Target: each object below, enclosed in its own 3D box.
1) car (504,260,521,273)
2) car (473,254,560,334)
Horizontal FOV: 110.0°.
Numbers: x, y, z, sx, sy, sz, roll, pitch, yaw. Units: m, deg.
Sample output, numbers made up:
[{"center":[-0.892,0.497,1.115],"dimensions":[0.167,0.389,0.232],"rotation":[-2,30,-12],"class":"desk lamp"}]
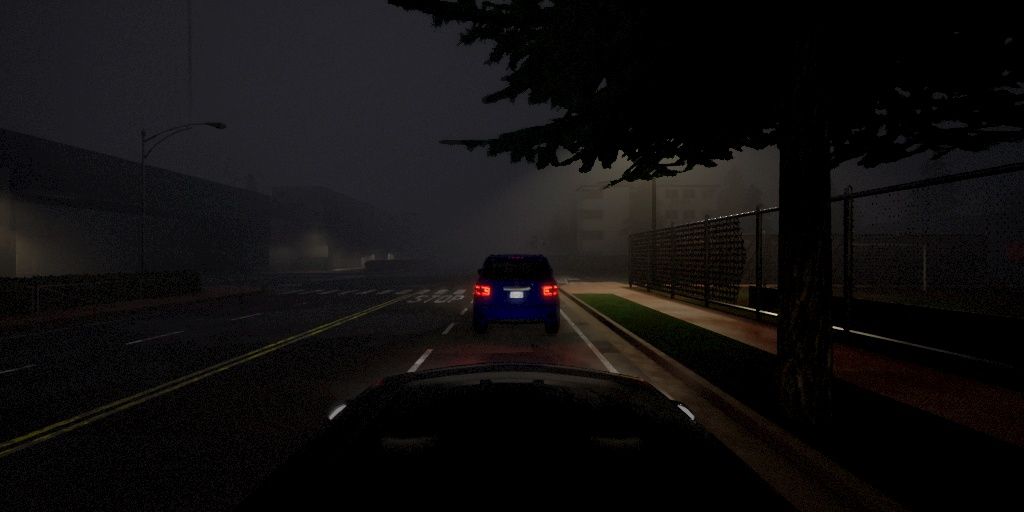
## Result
[{"center":[0.027,1.242,45.664],"dimensions":[2.128,1.511,4.902],"rotation":[0,0,0],"class":"car"},{"center":[0.116,0.972,10.798],"dimensions":[2.150,2.045,5.566],"rotation":[0,0,0],"class":"car"}]
